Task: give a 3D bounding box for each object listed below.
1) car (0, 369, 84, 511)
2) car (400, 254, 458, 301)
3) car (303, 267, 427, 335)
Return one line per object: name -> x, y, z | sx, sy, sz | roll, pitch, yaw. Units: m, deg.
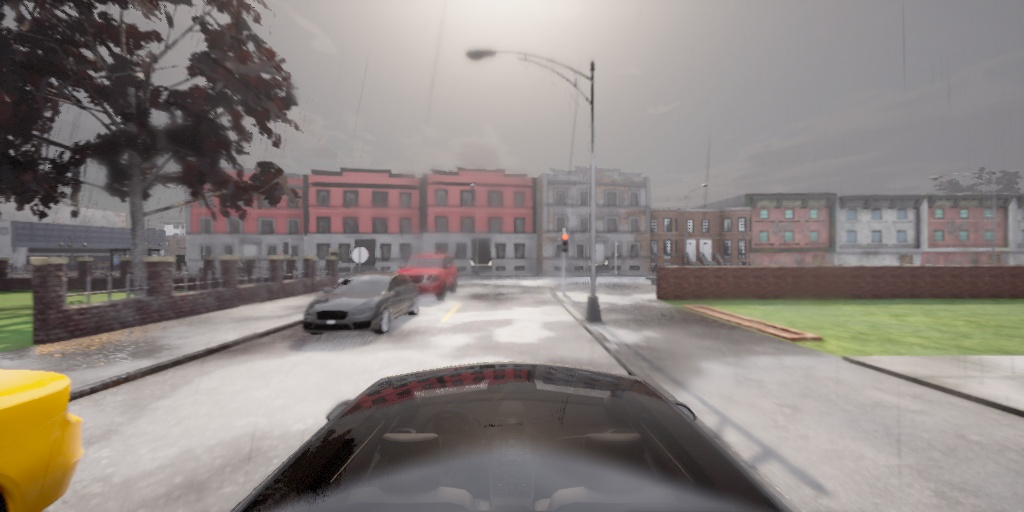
car -> -4.093, 1.249, 0.456 | 1.882, 1.535, 5.008 | 0, 0, 0
car -> -4.023, 0.934, 17.484 | 2.150, 2.045, 5.566 | 0, 0, 0
car -> -4.082, 1.242, 10.532 | 1.837, 1.490, 4.892 | 0, 0, 0
